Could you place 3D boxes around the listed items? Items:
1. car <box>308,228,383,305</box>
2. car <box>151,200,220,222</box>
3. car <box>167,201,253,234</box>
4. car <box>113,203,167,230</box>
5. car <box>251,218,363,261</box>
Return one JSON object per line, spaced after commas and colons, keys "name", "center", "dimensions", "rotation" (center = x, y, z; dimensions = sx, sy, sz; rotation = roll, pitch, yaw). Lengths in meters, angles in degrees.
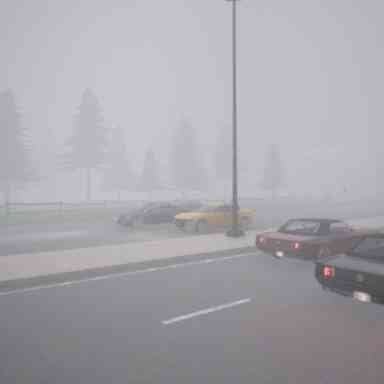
{"name": "car", "center": [4.823, 1.552, 7.183], "dimensions": [4.718, 1.301, 1.895], "rotation": [0, 0, -36]}
{"name": "car", "center": [-0.437, 1.456, 26.468], "dimensions": [5.357, 1.411, 2.033], "rotation": [0, 0, -36]}
{"name": "car", "center": [1.315, 1.404, 19.091], "dimensions": [5.008, 1.535, 1.882], "rotation": [0, 0, -36]}
{"name": "car", "center": [-2.447, 1.430, 20.692], "dimensions": [4.902, 1.511, 2.128], "rotation": [0, 0, -36]}
{"name": "car", "center": [4.414, 1.540, 11.203], "dimensions": [4.718, 1.301, 1.895], "rotation": [0, 0, -36]}
